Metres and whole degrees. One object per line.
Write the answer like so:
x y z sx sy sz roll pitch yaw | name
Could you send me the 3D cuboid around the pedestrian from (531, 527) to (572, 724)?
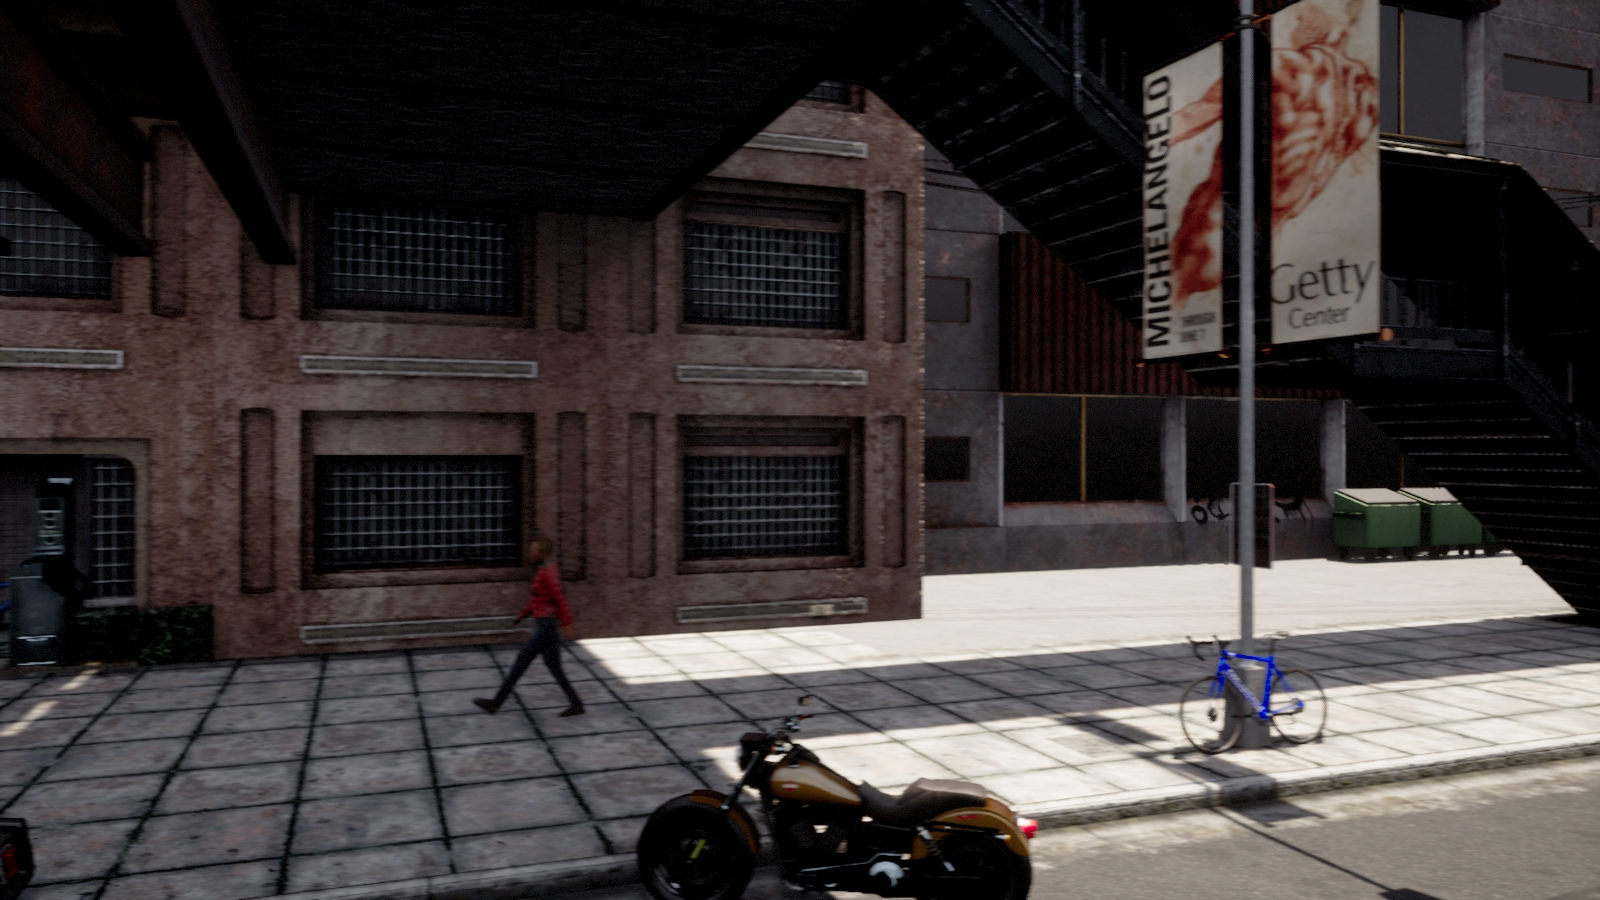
-2.427 1.696 11.162 0.375 1.860 0.375 0 0 -15 | pedestrian
